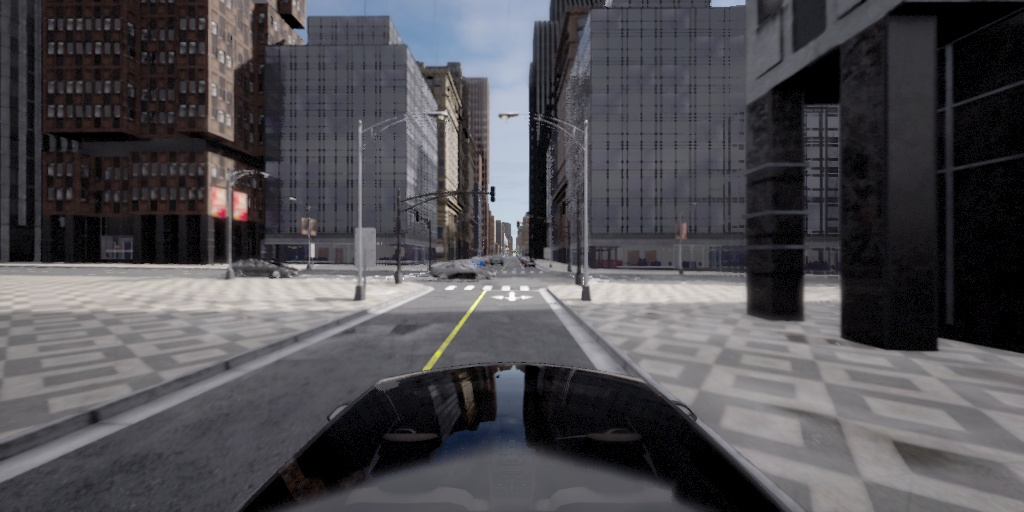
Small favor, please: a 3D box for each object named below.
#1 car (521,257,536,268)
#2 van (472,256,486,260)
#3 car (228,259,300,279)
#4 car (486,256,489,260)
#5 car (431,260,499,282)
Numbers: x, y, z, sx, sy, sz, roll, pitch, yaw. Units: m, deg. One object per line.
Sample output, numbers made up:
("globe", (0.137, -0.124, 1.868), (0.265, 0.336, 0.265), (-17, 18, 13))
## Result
("car", (2.889, 1.199, 58.005), (1.948, 1.339, 4.313), (0, 0, 0))
("van", (-5.637, 0.974, 58.060), (1.690, 1.789, 3.998), (0, 0, 0))
("car", (-18.977, 1.030, 27.589), (4.892, 1.490, 1.837), (2, 0, 0))
("car", (-5.599, 1.198, 63.709), (1.802, 1.307, 4.207), (0, 0, 0))
("car", (-3.738, 1.252, 27.501), (4.902, 1.511, 2.128), (1, 0, 0))
